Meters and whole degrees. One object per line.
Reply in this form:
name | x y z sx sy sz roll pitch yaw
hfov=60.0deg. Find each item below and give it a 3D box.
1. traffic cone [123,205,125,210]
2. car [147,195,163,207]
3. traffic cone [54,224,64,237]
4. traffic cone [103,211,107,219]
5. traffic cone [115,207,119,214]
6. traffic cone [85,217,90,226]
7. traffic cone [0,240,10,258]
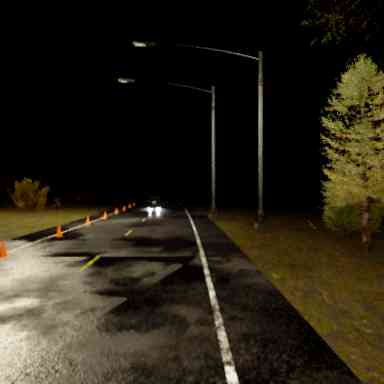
traffic cone | -7.308 1.695 35.937 0.340 0.580 0.340 0 0 -3
car | -4.954 1.153 44.288 2.128 1.511 4.902 0 1 -5
traffic cone | -6.411 1.847 16.052 0.340 0.580 0.340 0 0 -2
traffic cone | -6.782 1.774 25.999 0.340 0.580 0.340 0 0 -3
traffic cone | -7.026 1.736 30.969 0.340 0.580 0.340 0 0 -3
traffic cone | -6.576 1.811 21.026 0.340 0.580 0.340 0 0 -2
traffic cone | -6.284 1.882 11.077 0.340 0.580 0.340 0 0 -1
